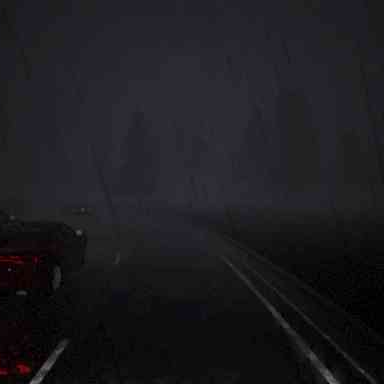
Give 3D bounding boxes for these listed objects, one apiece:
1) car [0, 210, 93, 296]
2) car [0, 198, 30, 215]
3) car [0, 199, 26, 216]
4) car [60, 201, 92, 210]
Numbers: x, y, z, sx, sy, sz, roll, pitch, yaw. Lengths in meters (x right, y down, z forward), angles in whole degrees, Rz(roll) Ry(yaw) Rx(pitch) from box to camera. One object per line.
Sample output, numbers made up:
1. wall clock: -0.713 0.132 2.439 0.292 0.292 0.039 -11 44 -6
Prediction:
1. car: -4.045 1.471 8.612 1.882 1.535 5.008 0 0 -6
2. car: -18.751 1.472 34.469 2.128 1.511 4.902 0 0 -43
3. car: -8.162 1.348 12.938 2.097 1.767 4.553 0 0 -9
4. car: -10.329 1.513 29.443 2.033 1.411 5.357 0 0 -32
